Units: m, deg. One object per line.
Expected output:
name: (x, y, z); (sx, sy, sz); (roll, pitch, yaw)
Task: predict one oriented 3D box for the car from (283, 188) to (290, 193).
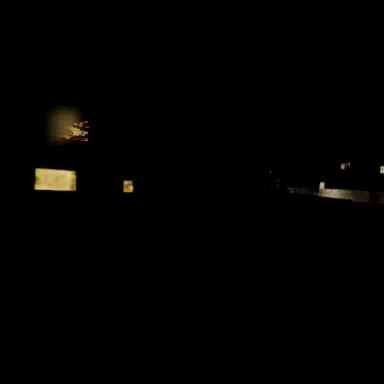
car: (14.415, 0.145, 52.230); (2.128, 1.511, 4.902); (1, 2, -3)
